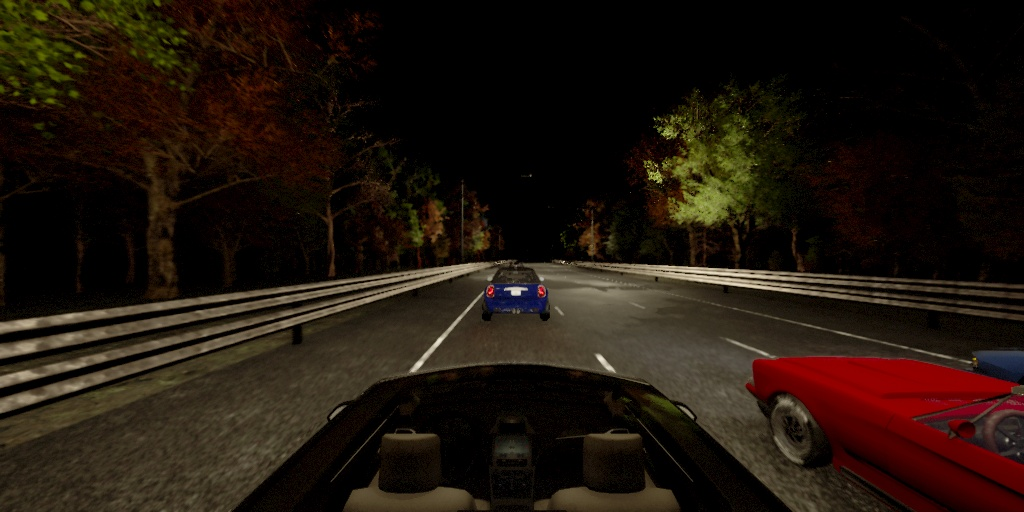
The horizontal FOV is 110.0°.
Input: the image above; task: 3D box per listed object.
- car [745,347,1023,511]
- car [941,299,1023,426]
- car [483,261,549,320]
[{"bbox_3d":[3.601,1.354,1.952,1.895,1.301,4.718,0,0,0],"label":"car"},{"bbox_3d":[7.101,1.305,2.397,2.033,1.411,5.357,0,0,0],"label":"car"},{"bbox_3d":[0.136,1.173,13.161,2.097,1.767,4.553,0,0,0],"label":"car"}]
